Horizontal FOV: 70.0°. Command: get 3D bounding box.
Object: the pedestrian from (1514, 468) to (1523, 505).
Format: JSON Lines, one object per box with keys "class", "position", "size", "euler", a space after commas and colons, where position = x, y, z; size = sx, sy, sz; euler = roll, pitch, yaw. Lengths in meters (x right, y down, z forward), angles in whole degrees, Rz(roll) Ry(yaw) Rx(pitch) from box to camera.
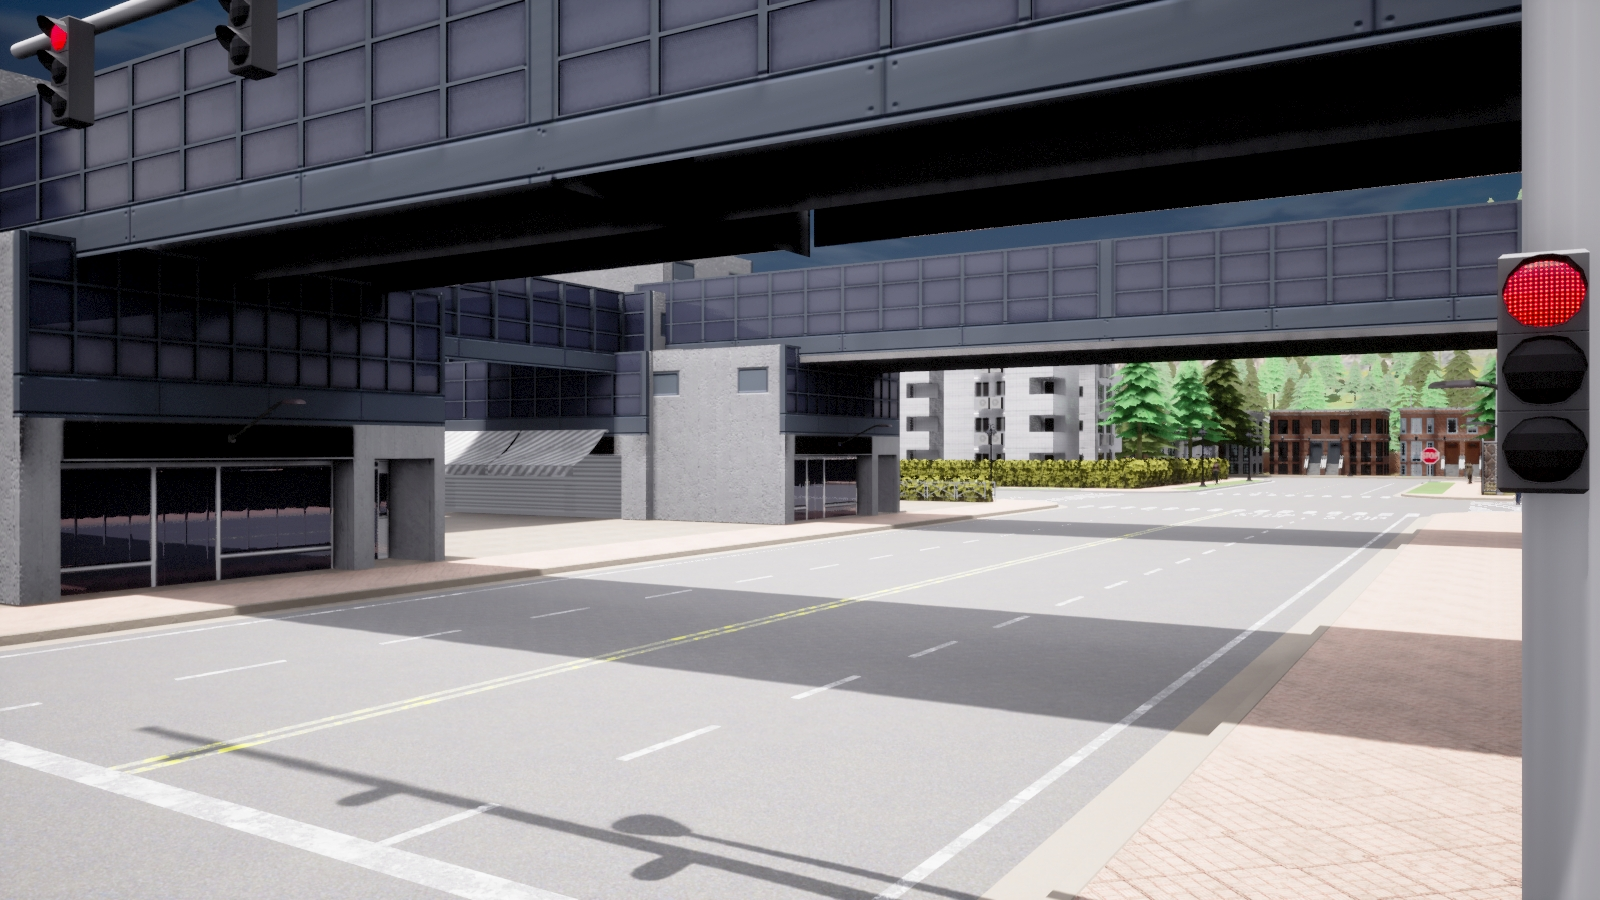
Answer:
{"class": "pedestrian", "position": [36.399, 1.849, 57.847], "size": [0.375, 1.860, 0.375], "euler": [0, 0, 31]}
